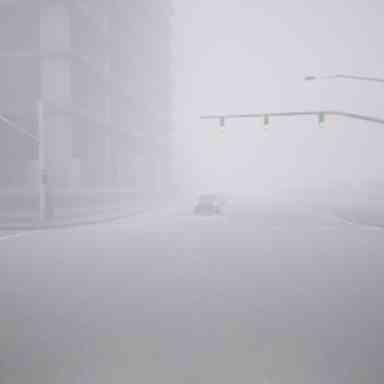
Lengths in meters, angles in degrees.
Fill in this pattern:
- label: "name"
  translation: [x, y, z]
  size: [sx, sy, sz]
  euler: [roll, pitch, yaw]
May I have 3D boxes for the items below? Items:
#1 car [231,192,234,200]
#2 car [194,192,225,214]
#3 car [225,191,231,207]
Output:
- label: "car"
  translation: [6.732, 0.658, 60.758]
  size: [2.128, 1.511, 4.902]
  euler: [-1, 1, 10]
- label: "car"
  translation: [1.477, 0.956, 29.611]
  size: [2.097, 1.767, 4.553]
  euler: [-1, 1, 9]
- label: "car"
  translation: [3.115, 0.821, 39.460]
  size: [2.097, 1.767, 4.553]
  euler: [-1, 0, 10]
